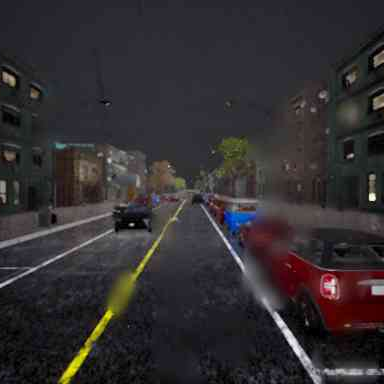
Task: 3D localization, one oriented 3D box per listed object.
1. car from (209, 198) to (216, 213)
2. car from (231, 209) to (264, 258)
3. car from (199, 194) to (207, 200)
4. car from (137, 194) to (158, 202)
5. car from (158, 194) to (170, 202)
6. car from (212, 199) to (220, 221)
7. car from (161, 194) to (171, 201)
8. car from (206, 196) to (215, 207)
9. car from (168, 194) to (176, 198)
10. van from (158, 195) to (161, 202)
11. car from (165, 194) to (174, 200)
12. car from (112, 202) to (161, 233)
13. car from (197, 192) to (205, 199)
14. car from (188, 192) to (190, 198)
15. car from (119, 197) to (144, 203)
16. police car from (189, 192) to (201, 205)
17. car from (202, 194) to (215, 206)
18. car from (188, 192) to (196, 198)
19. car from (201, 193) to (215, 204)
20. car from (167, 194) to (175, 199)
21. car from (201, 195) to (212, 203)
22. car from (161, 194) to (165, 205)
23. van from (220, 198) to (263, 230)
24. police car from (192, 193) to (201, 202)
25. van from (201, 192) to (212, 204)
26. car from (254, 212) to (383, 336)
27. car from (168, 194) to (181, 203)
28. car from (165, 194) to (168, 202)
[{"bbox_3d":[2.682,1.450,28.855,1.802,1.307,4.206,-1,0,0],"label":"car"},{"bbox_3d":[2.686,1.526,12.210,1.802,1.307,4.206,-1,0,0],"label":"car"},{"bbox_3d":[2.672,1.178,84.338,1.947,1.339,4.313,-1,0,0],"label":"car"},{"bbox_3d":[-5.703,1.133,39.946,2.192,1.841,5.009,-1,0,0],"label":"car"},{"bbox_3d":[-5.707,1.130,67.688,1.967,1.590,4.097,-1,0,0],"label":"car"},{"bbox_3d":[2.683,1.438,23.306,1.887,1.381,4.507,-1,0,0],"label":"car"},{"bbox_3d":[-5.707,1.209,73.237,1.887,1.381,4.507,-1,0,0],"label":"car"},{"bbox_3d":[2.681,1.425,34.403,1.802,1.307,4.206,-1,0,0],"label":"car"},{"bbox_3d":[-5.711,1.143,95.431,1.802,1.307,4.206,-1,0,0],"label":"car"},{"bbox_3d":[-5.704,1.133,45.495,1.690,1.788,3.998,-1,0,0],"label":"van"},{"bbox_3d":[-5.709,1.194,84.334,1.802,1.307,4.206,-1,0,0],"label":"car"},{"bbox_3d":[-3.102,1.477,19.062,1.994,1.385,4.181,0,0,0],"label":"car"},{"bbox_3d":[2.667,0.876,95.433,2.192,1.841,5.009,-1,0,0],"label":"car"},{"bbox_3d":[0.825,1.067,62.283,2.097,1.767,4.553,0,0,-1],"label":"car"},{"bbox_3d":[-5.698,1.419,28.851,2.008,1.369,4.403,-1,0,0],"label":"car"},{"bbox_3d":[0.890,1.186,52.435,1.930,1.638,5.238,0,0,0],"label":"police car"},{"bbox_3d":[2.679,1.374,45.500,1.802,1.307,4.206,-1,0,0],"label":"car"},{"bbox_3d":[-0.017,0.767,87.652,2.097,1.767,4.553,0,0,0],"label":"car"},{"bbox_3d":[2.675,1.056,56.595,2.192,1.841,5.009,-1,0,0],"label":"car"},{"bbox_3d":[-5.711,1.137,89.882,2.008,1.369,4.403,-1,0,0],"label":"car"},{"bbox_3d":[2.676,1.298,62.145,1.802,1.307,4.206,-1,0,0],"label":"car"},{"bbox_3d":[-5.704,1.207,51.044,1.967,1.590,4.097,-1,0,0],"label":"car"},{"bbox_3d":[2.682,1.260,17.757,1.690,1.788,3.998,-1,0,0],"label":"van"},{"bbox_3d":[0.886,1.112,68.435,1.930,1.638,5.238,0,0,0],"label":"police car"},{"bbox_3d":[2.676,1.108,51.047,1.690,1.788,3.998,-1,0,0],"label":"van"},{"bbox_3d":[2.685,1.410,6.661,1.967,1.590,4.097,-1,0,0],"label":"car"},{"bbox_3d":[-3.044,1.285,60.741,1.994,1.385,4.181,0,0,1],"label":"car"},{"bbox_3d":[-5.704,1.286,56.593,1.887,1.381,4.507,-1,0,0],"label":"car"}]
